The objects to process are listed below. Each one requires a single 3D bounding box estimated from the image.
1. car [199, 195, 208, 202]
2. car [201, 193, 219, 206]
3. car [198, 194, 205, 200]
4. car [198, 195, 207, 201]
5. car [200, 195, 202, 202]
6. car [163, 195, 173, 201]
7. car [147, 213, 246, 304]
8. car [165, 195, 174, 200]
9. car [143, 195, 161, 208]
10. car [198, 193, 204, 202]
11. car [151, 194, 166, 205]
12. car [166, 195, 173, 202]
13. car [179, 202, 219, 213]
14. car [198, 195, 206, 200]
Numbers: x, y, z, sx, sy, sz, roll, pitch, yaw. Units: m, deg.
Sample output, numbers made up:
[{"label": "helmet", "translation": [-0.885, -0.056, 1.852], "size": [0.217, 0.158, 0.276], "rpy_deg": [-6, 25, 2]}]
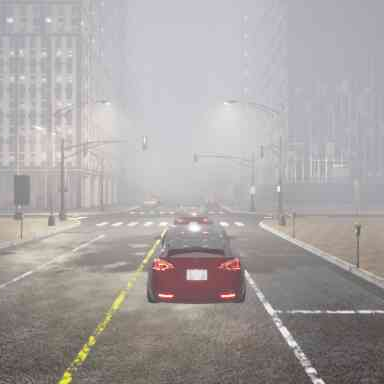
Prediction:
[{"label": "car", "translation": [2.573, 1.415, 75.752], "size": [1.752, 1.417, 4.829], "rpy_deg": [0, 0, 0]}, {"label": "car", "translation": [2.747, 1.398, 47.206], "size": [1.967, 1.590, 4.097], "rpy_deg": [0, 0, 0]}, {"label": "car", "translation": [2.546, 1.361, 92.777], "size": [1.752, 1.417, 4.829], "rpy_deg": [0, 0, 0]}, {"label": "car", "translation": [2.564, 1.418, 81.256], "size": [1.887, 1.381, 4.507], "rpy_deg": [0, 0, 0]}, {"label": "car", "translation": [2.707, 1.497, 52.885], "size": [2.008, 1.369, 4.403], "rpy_deg": [0, 0, 0]}, {"label": "car", "translation": [-5.816, 1.424, 81.249], "size": [2.008, 1.369, 4.403], "rpy_deg": [0, 0, 0]}, {"label": "car", "translation": [0.082, 1.501, 8.196], "size": [2.163, 1.488, 4.792], "rpy_deg": [0, 0, 0]}, {"label": "car", "translation": [-5.825, 1.407, 86.925], "size": [2.008, 1.369, 4.403], "rpy_deg": [0, 0, 0]}, {"label": "car", "translation": [-5.893, 1.483, 47.024], "size": [1.752, 1.417, 4.829], "rpy_deg": [0, 0, 0]}, {"label": "car", "translation": [2.583, 1.220, 69.907], "size": [2.192, 1.841, 5.009], "rpy_deg": [0, 0, 0]}, {"label": "car", "translation": [-5.871, 1.261, 52.872], "size": [2.192, 1.841, 5.009], "rpy_deg": [0, 0, 0]}, {"label": "car", "translation": [-5.808, 1.435, 75.574], "size": [1.887, 1.381, 4.507], "rpy_deg": [0, 0, 0]}, {"label": "car", "translation": [0.062, 1.496, 17.444], "size": [2.163, 1.488, 4.792], "rpy_deg": [0, 0, 0]}, {"label": "car", "translation": [2.555, 1.407, 86.931], "size": [2.008, 1.369, 4.403], "rpy_deg": [0, 0, 0]}]
